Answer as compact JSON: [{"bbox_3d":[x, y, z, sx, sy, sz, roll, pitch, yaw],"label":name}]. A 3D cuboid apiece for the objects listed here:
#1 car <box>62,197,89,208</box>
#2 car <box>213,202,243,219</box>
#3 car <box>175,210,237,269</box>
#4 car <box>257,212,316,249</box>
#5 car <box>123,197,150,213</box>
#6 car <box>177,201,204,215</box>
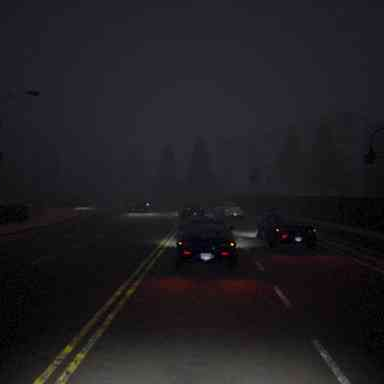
[{"bbox_3d":[-16.613,1.455,47.282,2.033,1.411,5.357,1,0,-43],"label":"car"},{"bbox_3d":[3.242,1.641,30.279,1.812,1.442,4.674,1,0,-10],"label":"car"},{"bbox_3d":[0.478,1.560,11.239,1.812,1.442,4.674,1,0,2],"label":"car"},{"bbox_3d":[4.128,1.615,14.974,1.812,1.442,4.674,1,0,2],"label":"car"},{"bbox_3d":[-6.252,1.365,37.155,2.097,1.767,4.553,1,0,-24],"label":"car"},{"bbox_3d":[-0.161,1.562,29.397,2.128,1.511,4.902,1,0,-9],"label":"car"}]
